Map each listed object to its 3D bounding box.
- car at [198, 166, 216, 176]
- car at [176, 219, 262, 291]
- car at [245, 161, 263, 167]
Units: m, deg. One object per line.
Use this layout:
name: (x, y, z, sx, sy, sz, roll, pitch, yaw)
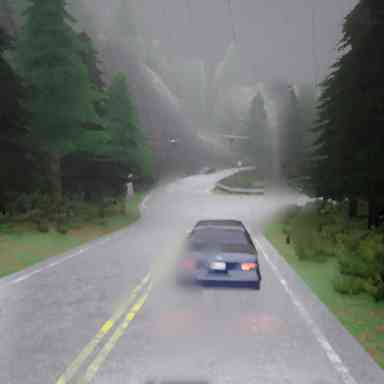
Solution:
car: (2.693, -3.866, 60.366, 2.128, 1.511, 4.902, 3, 10, 28)
car: (0.736, 1.438, 8.907, 2.033, 1.411, 5.357, 0, 1, 5)
car: (13.796, -6.136, 72.204, 4.718, 1.301, 1.895, -9, 9, -33)
